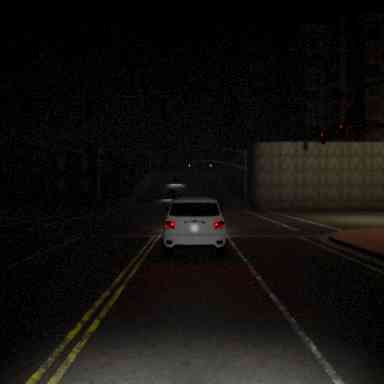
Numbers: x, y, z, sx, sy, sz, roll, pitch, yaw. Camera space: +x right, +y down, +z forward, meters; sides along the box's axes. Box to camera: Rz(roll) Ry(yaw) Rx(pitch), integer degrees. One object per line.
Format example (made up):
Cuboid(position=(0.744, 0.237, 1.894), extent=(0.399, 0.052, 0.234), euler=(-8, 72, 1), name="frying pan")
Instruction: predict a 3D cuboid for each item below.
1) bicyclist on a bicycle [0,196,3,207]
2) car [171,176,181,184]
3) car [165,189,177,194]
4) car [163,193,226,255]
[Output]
Cuboid(position=(-25.261, 1.196, 43.509), extent=(0.582, 1.620, 1.656), euler=(0, 0, 0), name="bicyclist on a bicycle")
Cuboid(position=(-3.498, -2.751, 74.193), extent=(1.994, 1.385, 4.181), euler=(0, 13, 0), name="car")
Cuboid(position=(-3.546, 0.313, 58.252), extent=(2.033, 1.411, 5.357), euler=(0, 8, 1), name="car")
Cuboid(position=(0.088, 1.190, 13.183), extent=(2.150, 2.045, 5.566), euler=(0, 0, 0), name="car")
